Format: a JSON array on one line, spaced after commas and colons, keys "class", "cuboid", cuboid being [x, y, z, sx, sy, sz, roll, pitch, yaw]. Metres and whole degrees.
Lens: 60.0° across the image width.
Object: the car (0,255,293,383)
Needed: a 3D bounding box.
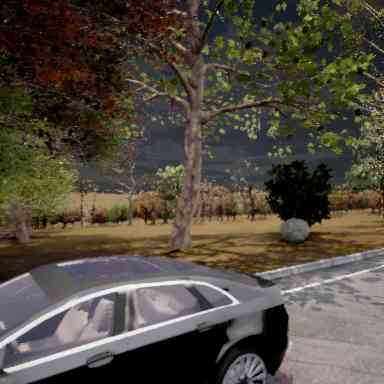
[{"class": "car", "cuboid": [-1.138, 1.483, 3.224, 4.902, 1.511, 2.128, 0, 0, -34]}]
